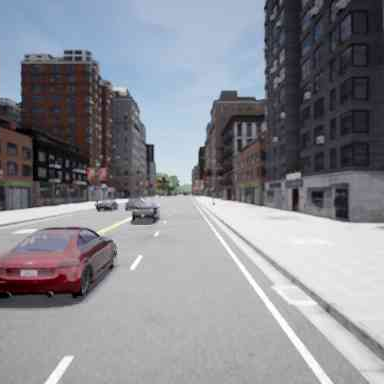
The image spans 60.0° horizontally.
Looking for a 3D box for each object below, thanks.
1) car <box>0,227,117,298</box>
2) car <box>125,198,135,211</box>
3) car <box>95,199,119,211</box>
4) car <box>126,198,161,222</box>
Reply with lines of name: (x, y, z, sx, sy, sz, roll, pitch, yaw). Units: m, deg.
car: (-3.279, 1.585, 8.634, 1.994, 1.385, 4.181, 0, 0, -1)
car: (-7.193, 1.550, 41.853, 1.837, 1.490, 4.892, 0, 0, -1)
car: (-10.437, 1.602, 41.361, 2.033, 1.411, 5.357, 0, 0, -1)
car: (-3.576, 1.516, 26.414, 2.128, 1.511, 4.902, 0, 0, -1)
